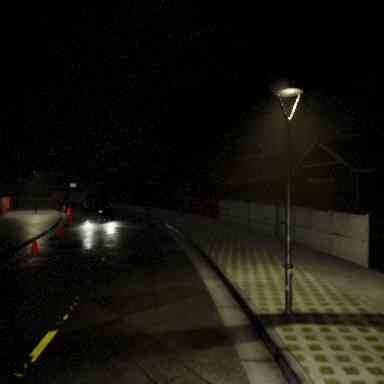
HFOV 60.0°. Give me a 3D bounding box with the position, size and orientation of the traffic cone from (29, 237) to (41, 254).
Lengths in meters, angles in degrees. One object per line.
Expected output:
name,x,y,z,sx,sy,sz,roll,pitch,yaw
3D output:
traffic cone,-5.510,1.856,11.648,0.340,0.580,0.340,0,1,-10

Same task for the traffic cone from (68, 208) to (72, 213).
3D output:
traffic cone,-9.295,1.731,25.665,0.340,0.580,0.340,0,1,-20

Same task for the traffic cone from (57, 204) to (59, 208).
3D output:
traffic cone,-15.603,1.615,38.741,0.340,0.580,0.340,0,1,-31

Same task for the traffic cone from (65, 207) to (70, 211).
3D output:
traffic cone,-11.126,1.691,30.151,0.340,0.580,0.340,0,1,-24

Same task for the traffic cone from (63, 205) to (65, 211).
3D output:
traffic cone,-13.231,1.653,34.515,0.340,0.580,0.340,0,1,-28

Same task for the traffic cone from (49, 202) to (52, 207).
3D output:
traffic cone,-18.231,1.579,42.812,0.340,0.580,0.340,0,1,-35

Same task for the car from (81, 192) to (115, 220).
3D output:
car,-7.349,0.993,25.804,2.150,2.045,5.566,0,1,-21

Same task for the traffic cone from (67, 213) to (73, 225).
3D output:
traffic cone,-7.744,1.771,21.073,0.340,0.580,0.340,0,1,-17
